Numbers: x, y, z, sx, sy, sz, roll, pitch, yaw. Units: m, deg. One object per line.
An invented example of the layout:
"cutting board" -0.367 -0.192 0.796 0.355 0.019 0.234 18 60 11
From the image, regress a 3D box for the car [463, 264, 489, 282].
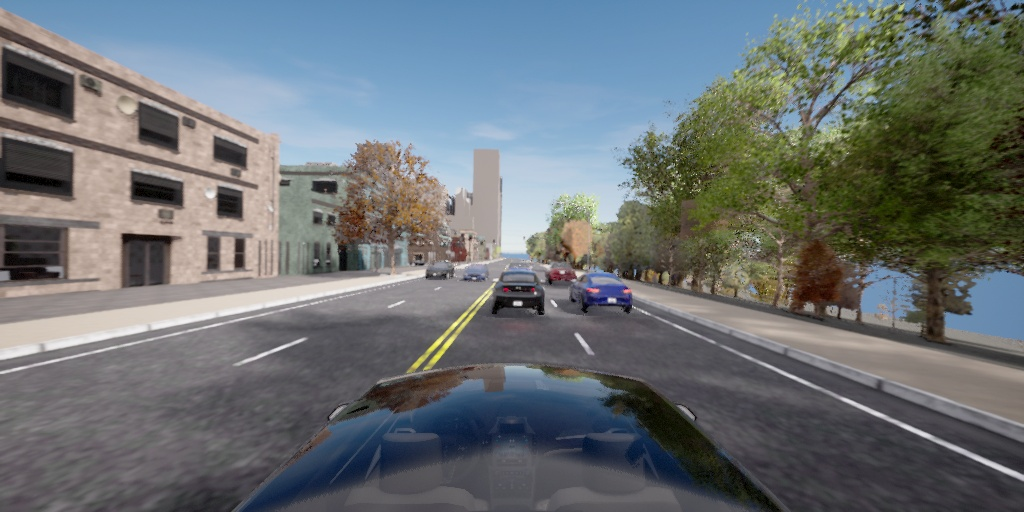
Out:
"car" -2.845 1.348 29.915 2.033 1.411 5.357 1 0 1

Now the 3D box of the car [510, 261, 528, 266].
"car" 0.550 1.211 28.853 2.097 1.767 4.553 1 0 1

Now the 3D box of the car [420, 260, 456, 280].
"car" -6.086 1.222 30.926 1.882 1.535 5.008 1 0 1

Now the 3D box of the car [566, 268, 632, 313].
"car" 3.527 1.390 14.701 1.812 1.442 4.674 1 0 2

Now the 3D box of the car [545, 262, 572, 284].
"car" 3.799 1.271 28.781 2.097 1.767 4.553 1 0 1

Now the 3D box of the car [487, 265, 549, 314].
"car" 0.259 1.305 14.079 1.837 1.490 4.892 1 0 2
